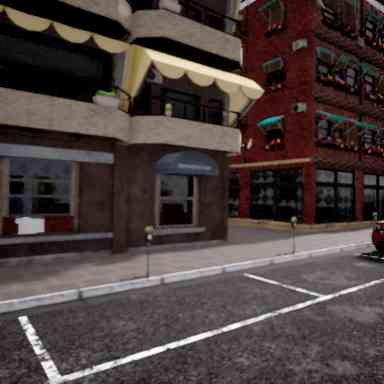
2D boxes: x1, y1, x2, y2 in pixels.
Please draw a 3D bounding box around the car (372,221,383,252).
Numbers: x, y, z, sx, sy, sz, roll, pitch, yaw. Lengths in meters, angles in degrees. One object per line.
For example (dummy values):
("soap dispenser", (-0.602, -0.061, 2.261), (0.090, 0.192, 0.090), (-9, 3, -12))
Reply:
("car", (9.120, 1.384, 13.053), (5.009, 1.841, 2.192), (0, 1, -36))
